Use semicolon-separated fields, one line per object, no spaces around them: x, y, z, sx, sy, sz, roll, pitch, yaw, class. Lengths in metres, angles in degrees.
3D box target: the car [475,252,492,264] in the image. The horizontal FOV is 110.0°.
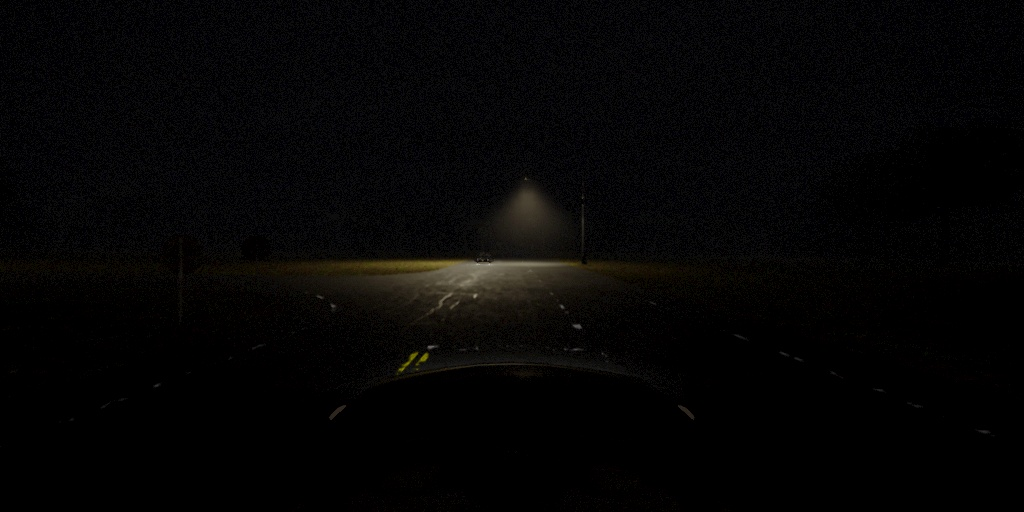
-3.596;0.223;46.136;1.837;1.490;4.892;0;1;0;car
